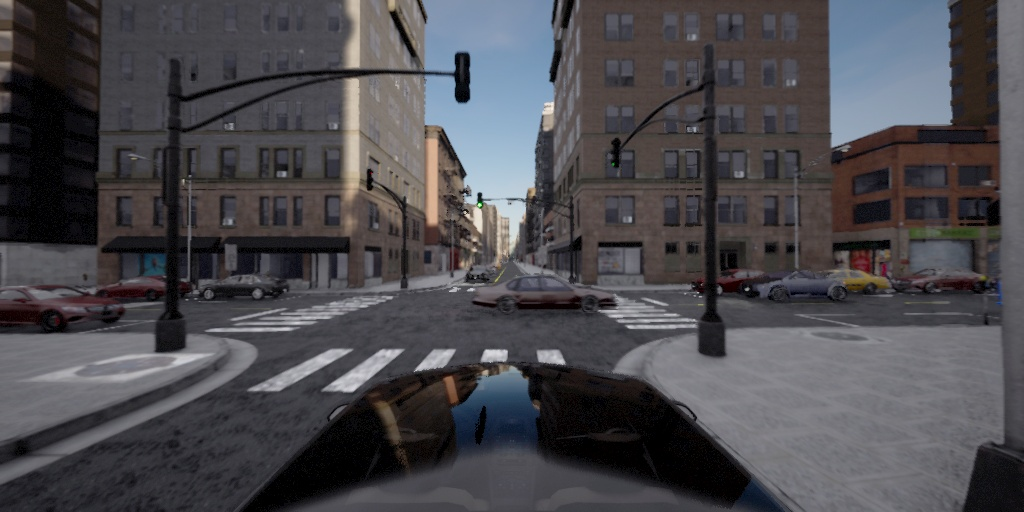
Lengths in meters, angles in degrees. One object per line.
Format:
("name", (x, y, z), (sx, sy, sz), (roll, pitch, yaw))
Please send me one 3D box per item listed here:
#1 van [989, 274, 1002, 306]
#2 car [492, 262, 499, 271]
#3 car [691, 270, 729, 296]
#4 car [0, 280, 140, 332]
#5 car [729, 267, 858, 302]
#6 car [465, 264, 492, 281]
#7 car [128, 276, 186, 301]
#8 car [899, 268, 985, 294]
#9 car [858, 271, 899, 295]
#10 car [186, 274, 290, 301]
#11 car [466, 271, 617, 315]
("van", (17.601, 0.996, 10.905), (3.998, 1.789, 1.690), (0, 0, 0))
("car", (-3.089, 1.823, 47.418), (1.895, 1.301, 4.718), (0, 0, 0))
("car", (12.144, 1.387, 19.475), (4.507, 1.381, 1.888), (0, 0, 0))
("car", (-14.653, 1.556, 11.135), (4.207, 1.307, 1.802), (0, 0, 0))
("car", (12.953, 1.355, 16.723), (4.181, 1.385, 1.994), (-1, -1, 0))
("car", (-3.095, 1.586, 32.658), (1.837, 1.490, 4.892), (0, 0, 0))
("car", (-20.148, 1.745, 19.697), (4.207, 1.307, 1.802), (0, 0, 0))
("car", (23.129, 1.318, 19.399), (4.207, 1.307, 1.802), (0, 0, 0))
("car", (17.466, 1.314, 19.438), (4.829, 1.417, 1.751), (0, 0, 0))
("car", (-14.619, 1.657, 19.659), (4.403, 1.370, 2.007), (0, 0, 0))
("car", (1.149, 1.425, 13.700), (5.357, 1.411, 2.033), (0, -1, 0))
